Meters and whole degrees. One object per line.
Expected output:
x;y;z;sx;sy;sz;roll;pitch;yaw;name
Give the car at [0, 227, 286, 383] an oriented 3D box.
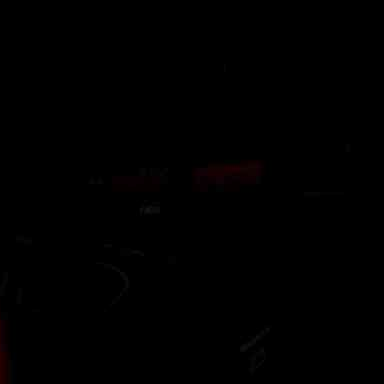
-1.454;1.347;3.876;5.009;1.841;2.192;-1;-2;36;car
